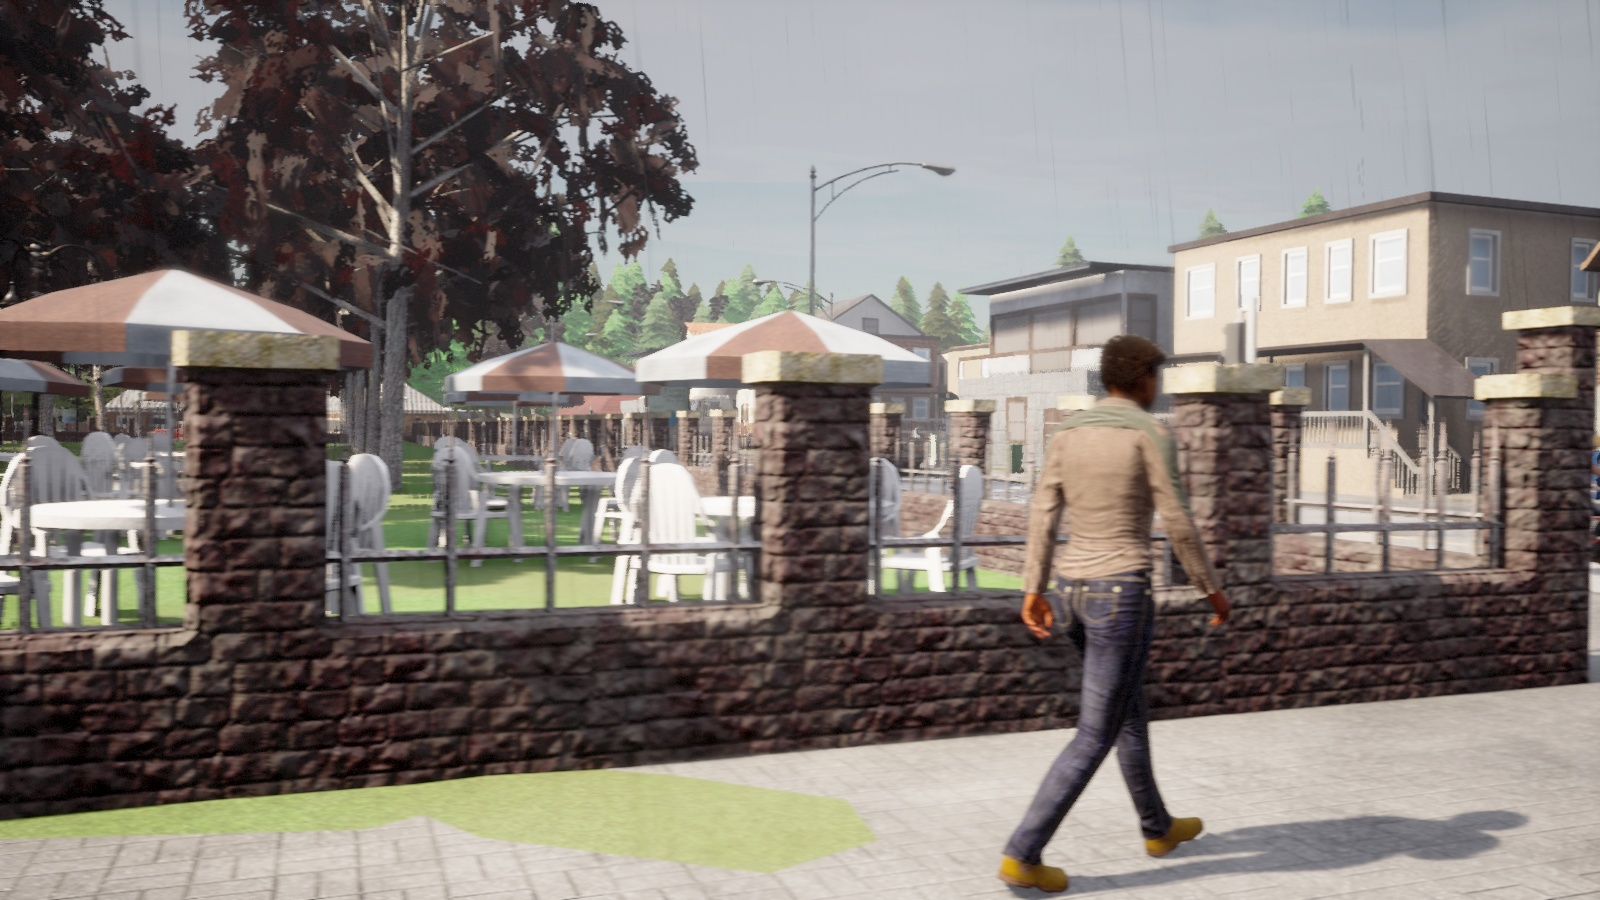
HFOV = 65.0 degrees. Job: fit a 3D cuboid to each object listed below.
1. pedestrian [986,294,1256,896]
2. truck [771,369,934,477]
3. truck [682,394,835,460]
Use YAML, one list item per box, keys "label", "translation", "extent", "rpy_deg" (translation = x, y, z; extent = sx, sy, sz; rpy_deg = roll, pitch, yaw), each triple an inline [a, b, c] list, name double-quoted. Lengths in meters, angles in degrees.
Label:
- label: "pedestrian"
  translation: [1.062, 0.429, 4.119]
  extent: [0.869, 1.805, 0.328]
  rpy_deg: [-1, 1, -31]
- label: "truck"
  translation: [1.642, -0.923, 44.343]
  extent: [2.891, 3.462, 7.936]
  rpy_deg: [-1, 1, -20]
- label: "truck"
  translation: [-2.304, -1.286, 69.244]
  extent: [7.936, 3.462, 2.891]
  rpy_deg: [-1, 1, -15]
